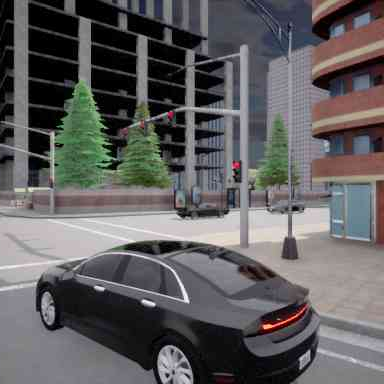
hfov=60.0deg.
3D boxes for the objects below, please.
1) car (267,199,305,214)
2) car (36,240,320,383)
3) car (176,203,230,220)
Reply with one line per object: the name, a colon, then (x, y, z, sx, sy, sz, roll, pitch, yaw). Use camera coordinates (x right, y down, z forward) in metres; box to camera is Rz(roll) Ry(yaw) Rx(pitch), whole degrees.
car: (10.110, 1.547, 35.665, 4.902, 1.511, 2.128, 0, 0, -35)
car: (-0.634, 1.505, 5.094, 4.892, 1.490, 1.837, 0, 0, 41)
car: (0.964, 1.656, 29.152, 4.718, 1.301, 1.895, 0, 0, -35)
